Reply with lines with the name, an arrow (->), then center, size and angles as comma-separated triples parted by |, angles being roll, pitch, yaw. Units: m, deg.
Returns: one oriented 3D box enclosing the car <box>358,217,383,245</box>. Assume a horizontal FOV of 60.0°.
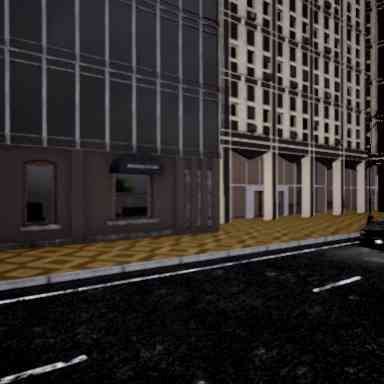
car -> 9.462, 1.567, 14.624 | 5.357, 1.411, 2.033 | 0, 0, -37
